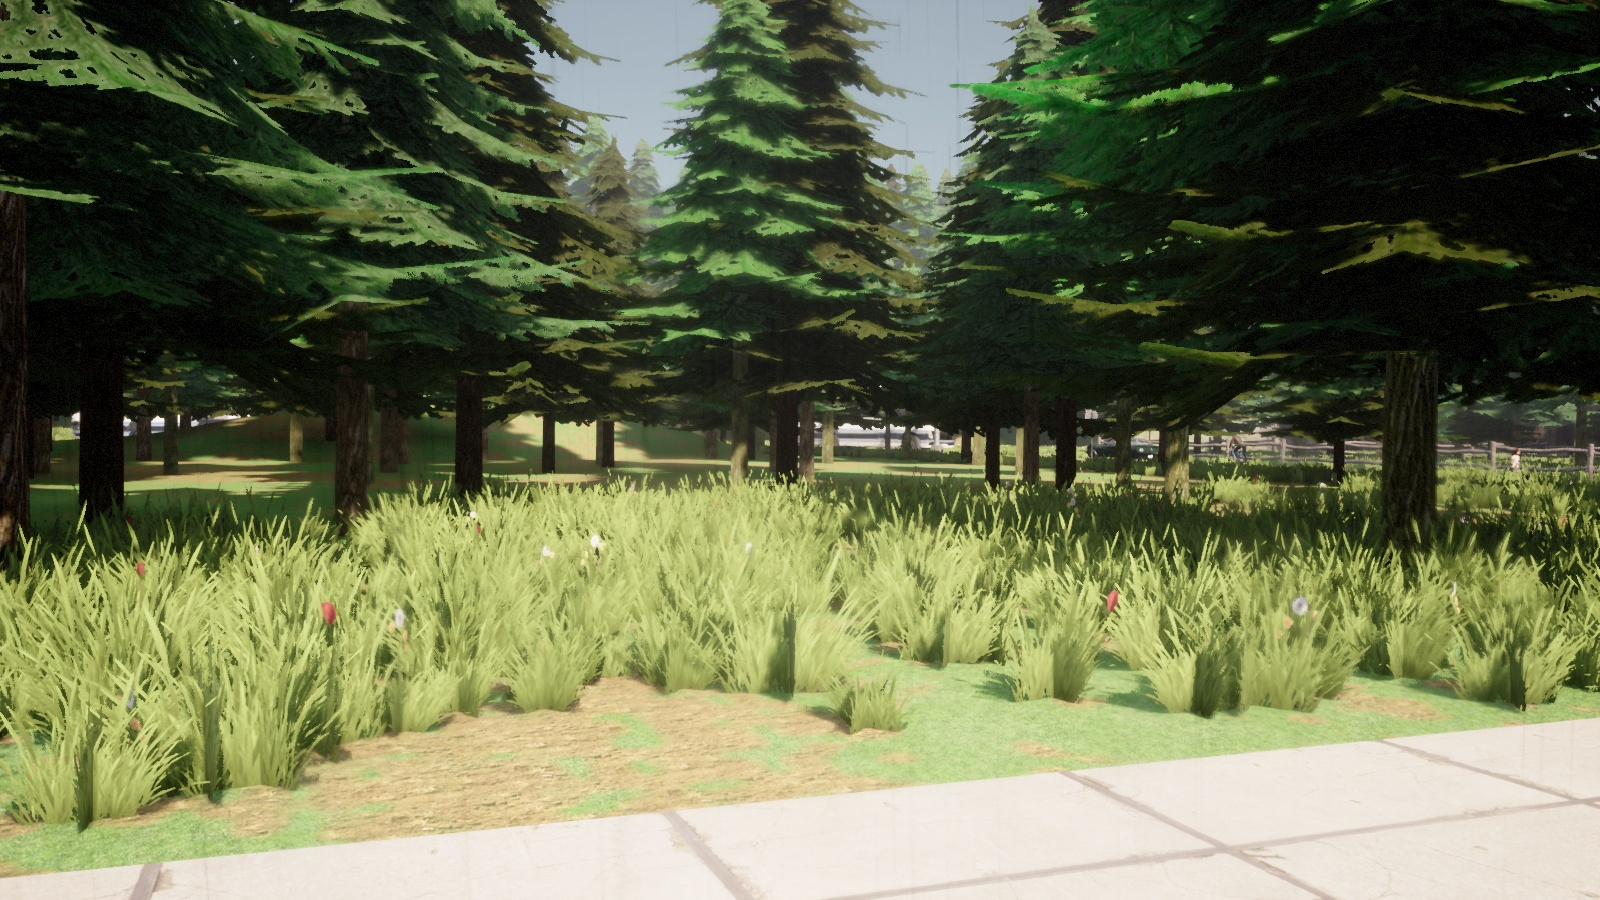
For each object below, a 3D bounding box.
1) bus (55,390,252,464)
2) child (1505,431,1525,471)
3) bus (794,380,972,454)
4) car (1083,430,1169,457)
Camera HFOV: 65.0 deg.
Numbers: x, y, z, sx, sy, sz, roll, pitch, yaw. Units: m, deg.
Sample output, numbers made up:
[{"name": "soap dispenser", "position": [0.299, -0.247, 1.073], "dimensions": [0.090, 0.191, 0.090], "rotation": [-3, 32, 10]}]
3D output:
[{"name": "bus", "position": [-39.436, -1.429, 76.827], "dimensions": [10.273, 4.253, 3.944], "rotation": [-1, 1, -34]}, {"name": "child", "position": [19.804, 0.023, 34.773], "dimensions": [0.255, 1.110, 0.394], "rotation": [-1, 1, -21]}, {"name": "bus", "position": [4.937, -1.897, 76.287], "dimensions": [10.273, 4.253, 3.944], "rotation": [0, 0, 36]}, {"name": "car", "position": [16.733, -0.362, 64.693], "dimensions": [1.895, 1.301, 4.718], "rotation": [-1, 1, -20]}]
